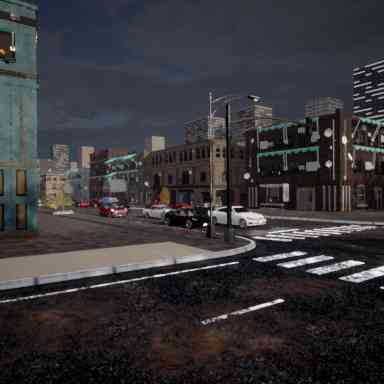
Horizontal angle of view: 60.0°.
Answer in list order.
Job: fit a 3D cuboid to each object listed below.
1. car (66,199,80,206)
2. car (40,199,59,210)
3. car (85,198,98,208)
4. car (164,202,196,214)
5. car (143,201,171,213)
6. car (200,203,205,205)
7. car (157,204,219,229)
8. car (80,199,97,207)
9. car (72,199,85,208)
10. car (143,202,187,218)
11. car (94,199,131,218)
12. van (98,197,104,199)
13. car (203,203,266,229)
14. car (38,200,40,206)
[{"bbox_3d":[-27.302,2.364,76.096,1.947,1.339,4.313,-1,0,-36],"label":"car"},{"bbox_3d":[-24.362,2.233,57.574,1.752,1.417,4.829,-1,0,-36],"label":"car"},{"bbox_3d":[-17.650,1.940,62.588,2.192,1.841,5.009,-1,0,-36],"label":"car"},{"bbox_3d":[-1.548,1.904,40.075,1.802,1.307,4.206,-2,0,-36],"label":"car"},{"bbox_3d":[-4.766,1.966,44.577,1.802,1.307,4.206,-2,0,-36],"label":"car"},{"bbox_3d":[1.671,1.809,35.572,2.008,1.369,4.403,-2,0,-36],"label":"car"},{"bbox_3d":[-0.392,1.814,23.840,1.947,1.339,4.313,-2,0,-36],"label":"car"},{"bbox_3d":[-20.864,2.227,67.091,1.887,1.381,4.507,-1,0,-36],"label":"car"},{"bbox_3d":[-20.586,2.230,62.263,1.994,1.385,4.181,-1,0,-36],"label":"car"},{"bbox_3d":[-2.861,1.914,31.972,1.895,1.301,4.718,-1,0,-36],"label":"car"},{"bbox_3d":[-8.367,1.846,35.199,1.967,1.590,4.097,-1,0,-36],"label":"car"},{"bbox_3d":[-14.430,1.907,58.085,1.690,1.788,3.998,-1,0,-36],"label":"van"},{"bbox_3d":[3.099,1.722,23.686,1.812,1.442,4.674,-1,0,-37],"label":"car"},{"bbox_3d":[-30.899,2.376,66.719,2.008,1.369,4.403,-1,0,-36],"label":"car"}]
